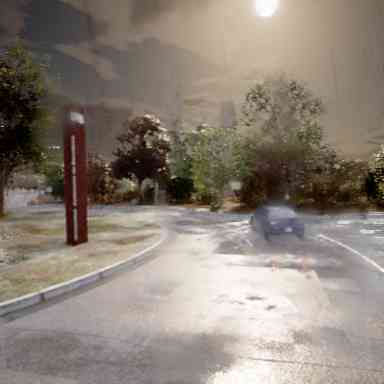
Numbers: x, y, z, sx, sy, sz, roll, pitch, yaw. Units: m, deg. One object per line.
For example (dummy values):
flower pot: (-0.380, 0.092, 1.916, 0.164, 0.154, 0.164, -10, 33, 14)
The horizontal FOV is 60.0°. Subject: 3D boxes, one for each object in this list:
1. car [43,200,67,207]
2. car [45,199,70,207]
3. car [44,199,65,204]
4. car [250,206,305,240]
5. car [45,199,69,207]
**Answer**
car: (-33.865, 2.797, 82.255, 5.366, 1.575, 1.946, -2, -2, -25)
car: (-30.217, 2.372, 74.850, 5.008, 1.535, 2.097, -2, -2, -25)
car: (-29.057, 2.227, 72.355, 4.892, 1.521, 2.231, -2, -2, -25)
car: (4.155, 1.417, 16.604, 1.812, 1.442, 4.674, -1, 1, 0)
car: (-31.367, 2.516, 77.347, 4.892, 1.521, 2.231, -2, -2, -25)
